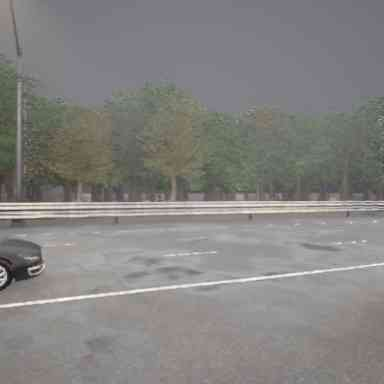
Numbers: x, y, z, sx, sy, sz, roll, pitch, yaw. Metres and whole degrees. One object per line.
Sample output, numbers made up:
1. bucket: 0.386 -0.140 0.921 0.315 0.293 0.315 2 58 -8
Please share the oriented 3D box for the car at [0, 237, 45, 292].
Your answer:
1. car: -5.835 1.373 7.173 4.892 1.490 1.837 0 0 -23
